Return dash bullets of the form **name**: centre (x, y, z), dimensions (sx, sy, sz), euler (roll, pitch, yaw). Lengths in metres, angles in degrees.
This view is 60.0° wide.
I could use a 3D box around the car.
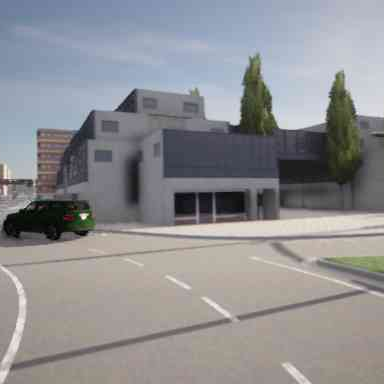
- **car**: centre (-7.817, 1.447, 18.198), dimensions (5.566, 2.045, 2.150), euler (-1, 0, 29)
